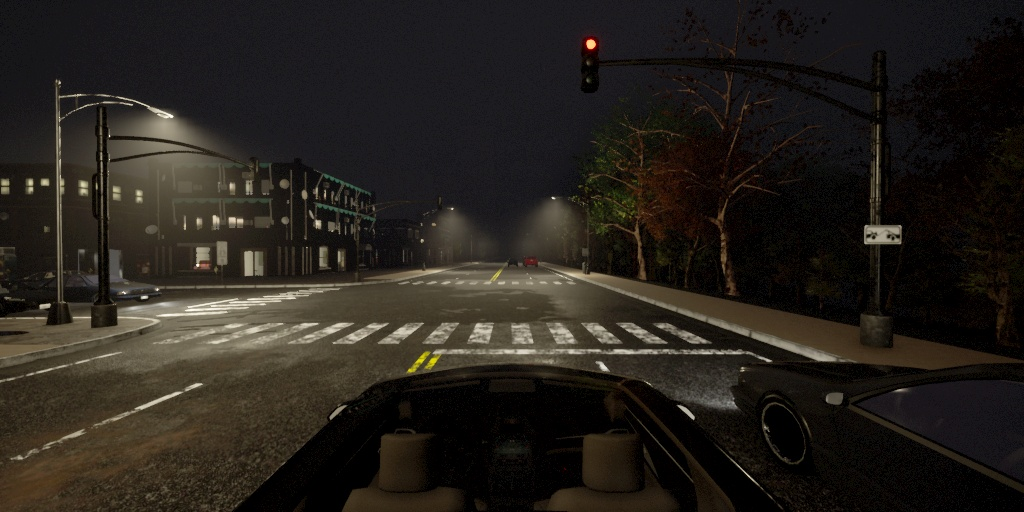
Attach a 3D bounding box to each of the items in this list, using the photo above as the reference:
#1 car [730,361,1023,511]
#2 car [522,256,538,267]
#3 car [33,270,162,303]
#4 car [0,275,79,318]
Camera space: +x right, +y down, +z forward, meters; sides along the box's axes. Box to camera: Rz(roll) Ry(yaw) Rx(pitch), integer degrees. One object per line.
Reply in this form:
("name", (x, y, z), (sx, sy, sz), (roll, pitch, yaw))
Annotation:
("car", (3.327, 1.297, 1.672), (2.033, 1.411, 5.357), (0, 0, 3))
("car", (3.416, 0.948, 63.877), (2.150, 2.045, 5.566), (0, 0, 0))
("car", (-19.287, 1.512, 16.380), (5.357, 1.411, 2.033), (-1, 1, 3))
("car", (-19.935, 1.565, 13.654), (4.313, 1.339, 1.948), (0, 0, 0))
